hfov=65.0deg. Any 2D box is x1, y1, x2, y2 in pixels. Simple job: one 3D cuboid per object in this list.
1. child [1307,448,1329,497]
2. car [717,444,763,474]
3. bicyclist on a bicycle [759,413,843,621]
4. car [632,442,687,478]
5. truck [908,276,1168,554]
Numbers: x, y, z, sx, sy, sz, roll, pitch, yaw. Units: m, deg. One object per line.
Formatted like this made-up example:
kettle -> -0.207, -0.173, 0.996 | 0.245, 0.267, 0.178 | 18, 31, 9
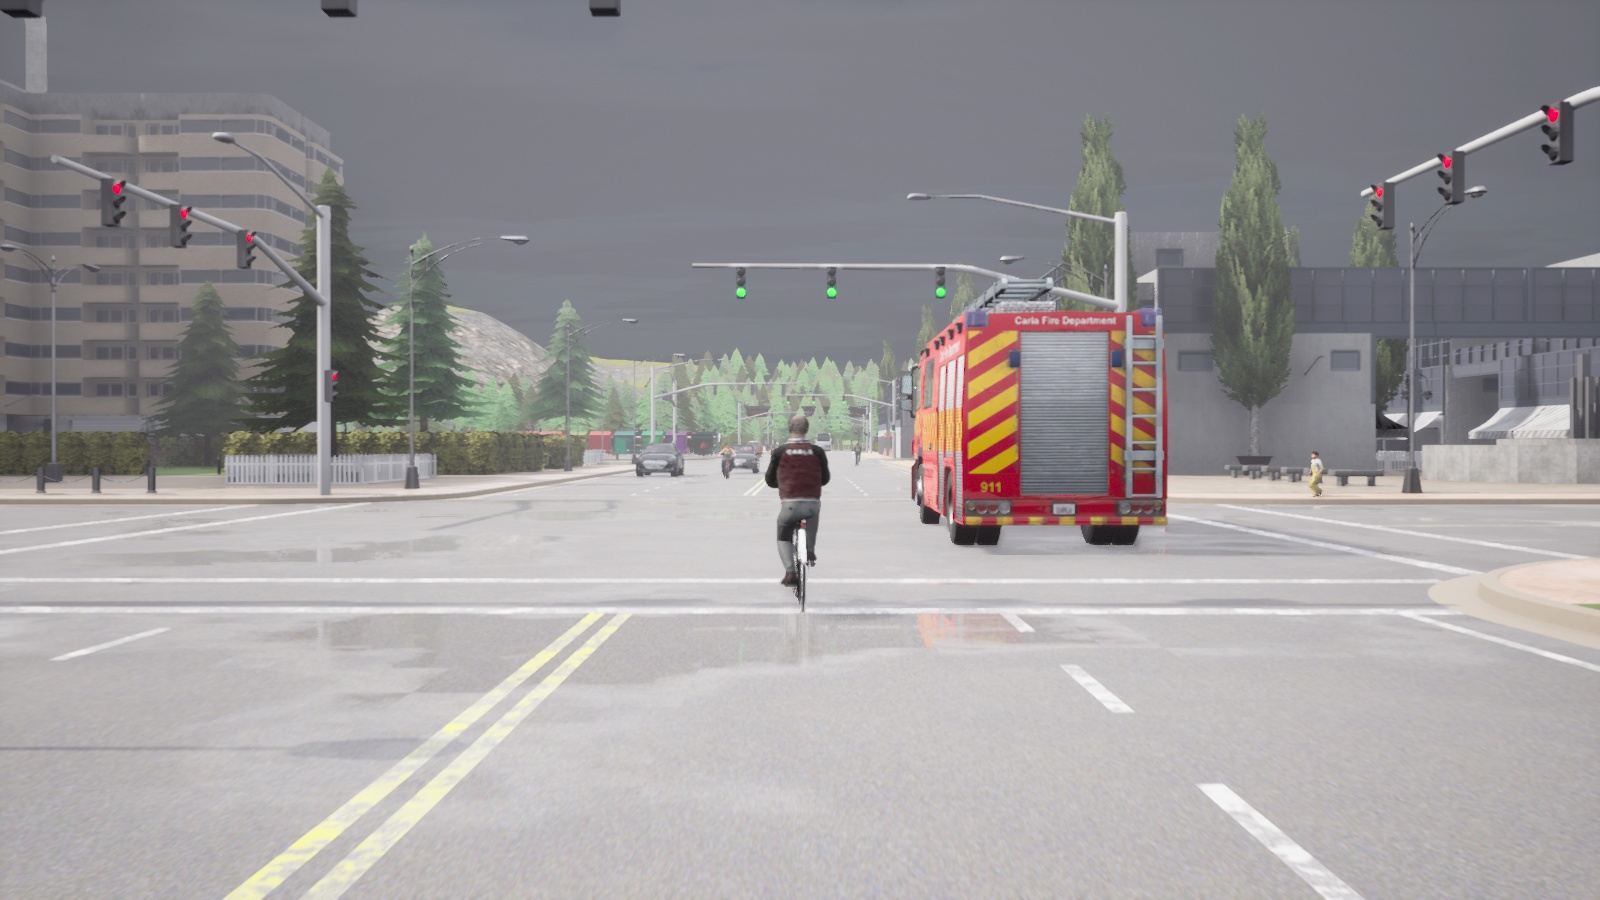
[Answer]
child -> 13.159, 0.569, 31.908 | 0.437, 1.263, 0.270 | 0, 0, -6
car -> -3.109, 0.437, 66.081 | 2.128, 1.511, 4.902 | 0, 0, 0
bicyclist on a bicycle -> -0.019, 0.571, 11.690 | 0.659, 1.776, 1.843 | -1, 0, -3
car -> -6.645, 0.433, 59.773 | 2.033, 1.649, 4.856 | 0, 0, 0
truck -> 3.639, -0.501, 21.534 | 2.891, 3.827, 8.468 | 0, 0, 0
